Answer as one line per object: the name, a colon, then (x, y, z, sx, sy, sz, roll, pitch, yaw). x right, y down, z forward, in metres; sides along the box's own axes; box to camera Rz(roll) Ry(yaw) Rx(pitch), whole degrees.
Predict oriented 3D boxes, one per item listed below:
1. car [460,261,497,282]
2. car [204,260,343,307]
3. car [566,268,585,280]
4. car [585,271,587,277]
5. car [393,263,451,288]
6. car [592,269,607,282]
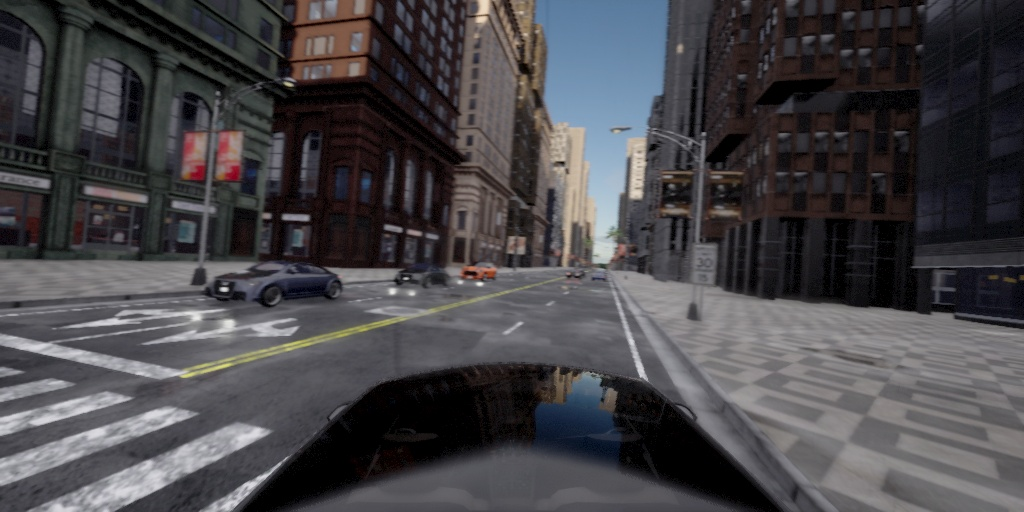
car: (-2.841, 1.231, 31.612, 2.097, 1.767, 4.553, 4, -1, 15)
car: (-7.880, 0.843, 12.367, 1.994, 1.385, 4.181, 4, -1, 15)
car: (8.484, 2.519, 48.697, 1.895, 1.301, 4.718, 4, -1, 15)
car: (11.056, 2.728, 58.533, 1.837, 1.490, 4.892, 4, -1, 14)
car: (-5.374, 1.141, 21.946, 1.994, 1.385, 4.181, 4, -1, 16)
car: (11.850, 2.713, 48.772, 2.033, 1.411, 5.357, 4, -1, 15)
